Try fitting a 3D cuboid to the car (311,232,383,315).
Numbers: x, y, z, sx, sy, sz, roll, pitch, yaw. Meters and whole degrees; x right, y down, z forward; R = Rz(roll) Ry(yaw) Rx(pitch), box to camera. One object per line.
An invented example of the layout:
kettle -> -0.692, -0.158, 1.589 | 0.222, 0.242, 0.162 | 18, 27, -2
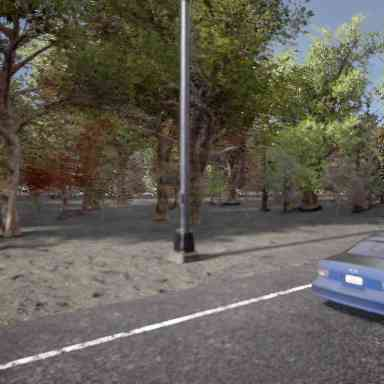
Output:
car -> 4.841, 1.571, 7.207 | 5.357, 1.411, 2.033 | 0, 0, -36
